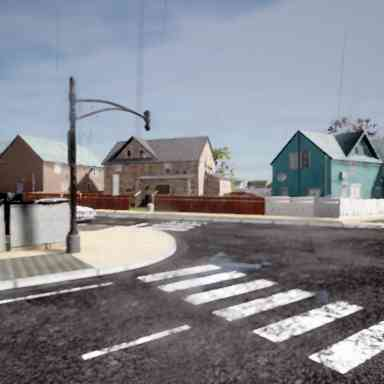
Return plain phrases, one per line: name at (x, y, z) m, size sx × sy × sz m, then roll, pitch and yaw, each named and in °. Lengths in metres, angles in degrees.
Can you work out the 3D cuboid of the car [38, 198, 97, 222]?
car at (-8.068, 1.101, 20.313) m, size 4.674 × 1.442 × 1.812 m, roll 1°, pitch 1°, yaw 21°
